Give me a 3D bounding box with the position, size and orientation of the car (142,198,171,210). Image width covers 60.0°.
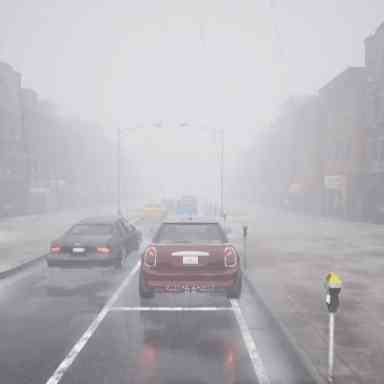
[{"bbox_3d":[-3.018,1.446,27.180,1.801,1.575,5.366,0,0,0],"label":"car"}]

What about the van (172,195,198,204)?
[{"bbox_3d":[-0.401,1.332,25.542,1.690,1.788,3.998,-1,0,0],"label":"van"}]

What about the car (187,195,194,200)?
[{"bbox_3d":[-0.391,1.541,91.932,1.947,1.339,4.313,-1,0,0],"label":"car"}]

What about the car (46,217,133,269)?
[{"bbox_3d":[-2.920,1.543,11.078,2.033,1.411,5.357,0,0,0],"label":"car"}]

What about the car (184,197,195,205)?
[{"bbox_3d":[-0.394,1.562,58.737,1.802,1.307,4.206,-1,0,0],"label":"car"}]

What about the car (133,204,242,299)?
[{"bbox_3d":[-0.032,1.349,8.622,2.097,1.767,4.553,0,0,0],"label":"car"}]

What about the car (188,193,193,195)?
[{"bbox_3d":[-0.401,1.302,36.607,2.192,1.841,5.009,-1,0,0],"label":"car"}]

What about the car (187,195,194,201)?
[{"bbox_3d":[-0.392,1.542,86.399,1.947,1.339,4.313,-1,0,0],"label":"car"}]
